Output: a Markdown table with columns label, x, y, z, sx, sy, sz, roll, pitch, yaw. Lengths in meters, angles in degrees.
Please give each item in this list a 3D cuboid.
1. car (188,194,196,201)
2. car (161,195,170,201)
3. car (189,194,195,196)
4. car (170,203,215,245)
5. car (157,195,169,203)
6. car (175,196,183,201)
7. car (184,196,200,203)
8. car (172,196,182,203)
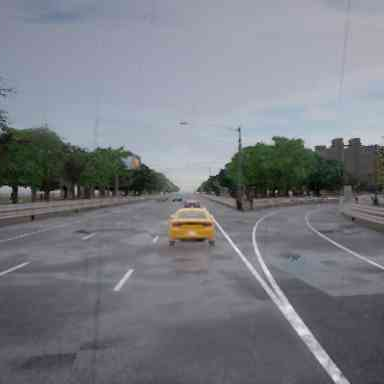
| label | x | y | z | sx | sy | sz | roll | pitch | yaw |
| --- | --- | --- | --- | --- | --- | --- | --- | --- | --- |
| car | 0.050 | 1.376 | 86.388 | 2.097 | 1.767 | 4.553 | 0 | 0 | 0 |
| car | -6.950 | 1.555 | 86.006 | 1.994 | 1.385 | 4.181 | 0 | 0 | 0 |
| car | 0.034 | 1.641 | 63.075 | 2.033 | 1.411 | 5.357 | 0 | 0 | 0 |
| car | 0.005 | 1.492 | 15.641 | 1.882 | 1.535 | 5.008 | 0 | 0 | 0 |
| car | -6.955 | 1.727 | 76.029 | 1.895 | 1.301 | 4.718 | 0 | 0 | 0 |
| car | -3.450 | 1.598 | 86.034 | 1.895 | 1.301 | 4.718 | 0 | 0 | 0 |
| car | 0.022 | 1.561 | 39.911 | 1.812 | 1.442 | 4.674 | 0 | 0 | 0 |
| car | -3.455 | 1.655 | 75.997 | 1.812 | 1.442 | 4.674 | 0 | 0 | 0 |
